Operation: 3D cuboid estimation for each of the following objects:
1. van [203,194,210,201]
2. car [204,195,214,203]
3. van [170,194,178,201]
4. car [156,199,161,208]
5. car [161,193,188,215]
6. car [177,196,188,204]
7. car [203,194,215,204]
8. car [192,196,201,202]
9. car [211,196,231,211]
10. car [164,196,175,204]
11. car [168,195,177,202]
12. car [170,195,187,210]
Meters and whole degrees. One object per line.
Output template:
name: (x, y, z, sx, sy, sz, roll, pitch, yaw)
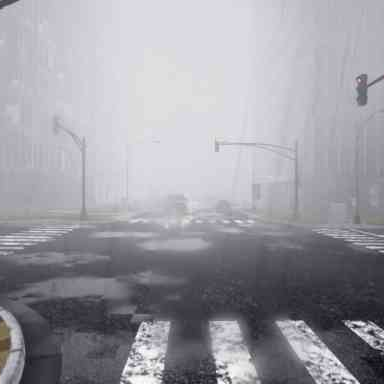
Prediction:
van: (3.469, 1.321, 80.487, 1.690, 1.788, 3.998, 0, 0, 0)
car: (3.550, 1.432, 69.433, 1.967, 1.590, 4.097, 0, 0, 0)
van: (-4.411, 1.321, 80.430, 1.690, 1.788, 3.998, 0, 0, 0)
car: (-4.170, 1.592, 47.265, 1.802, 1.307, 4.206, 0, 0, 0)
car: (-1.604, 1.238, 33.890, 2.150, 2.045, 5.566, 0, 0, 0)
car: (-1.753, 1.544, 65.420, 2.033, 1.411, 5.357, 0, 0, 0)
car: (3.590, 1.313, 63.904, 2.192, 1.841, 5.009, 0, 0, 0)
car: (0.962, 1.512, 73.077, 1.812, 1.442, 4.674, 0, 0, 0)
car: (3.800, 1.579, 41.796, 1.947, 1.339, 4.313, 0, 0, 0)
car: (-4.290, 1.564, 63.848, 1.947, 1.339, 4.313, 0, 0, 0)
car: (-4.371, 1.426, 74.903, 1.967, 1.590, 4.097, 0, 0, 0)
car: (-1.679, 1.364, 44.232, 2.097, 1.767, 4.553, 0, 0, 0)
